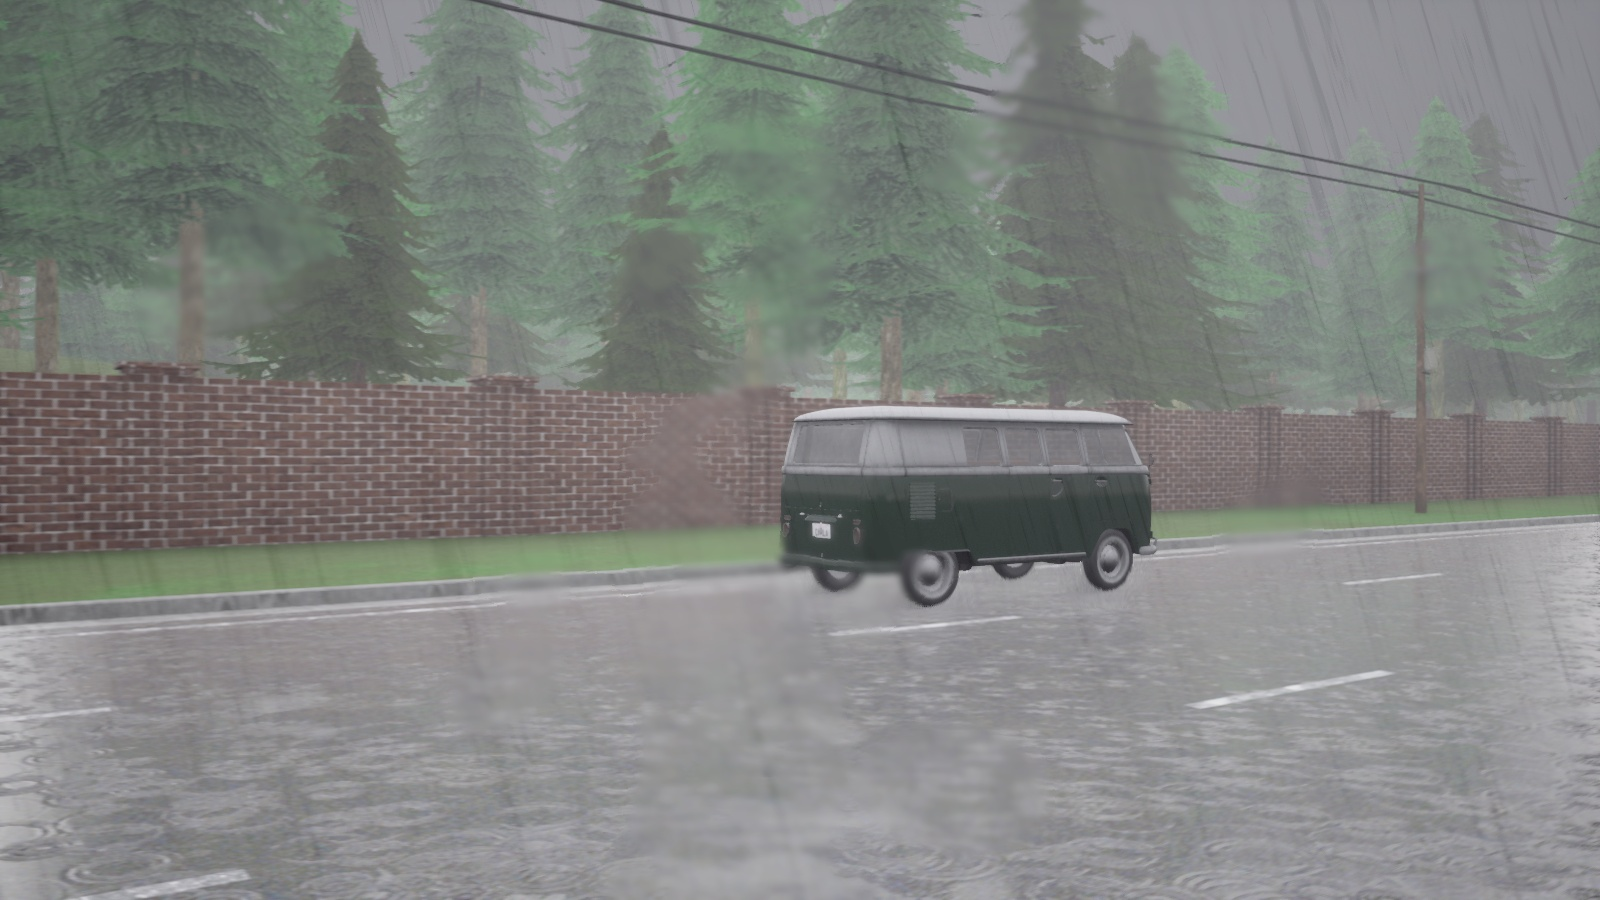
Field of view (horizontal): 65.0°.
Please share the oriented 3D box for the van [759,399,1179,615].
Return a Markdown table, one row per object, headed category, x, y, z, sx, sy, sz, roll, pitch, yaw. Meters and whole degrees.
| category | x | y | z | sx | sy | sz | roll | pitch | yaw |
| --- | --- | --- | --- | --- | --- | --- | --- | --- | --- |
| van | 1.910 | 0.527 | 13.523 | 4.442 | 1.987 | 1.775 | 0 | 0 | -35 |
